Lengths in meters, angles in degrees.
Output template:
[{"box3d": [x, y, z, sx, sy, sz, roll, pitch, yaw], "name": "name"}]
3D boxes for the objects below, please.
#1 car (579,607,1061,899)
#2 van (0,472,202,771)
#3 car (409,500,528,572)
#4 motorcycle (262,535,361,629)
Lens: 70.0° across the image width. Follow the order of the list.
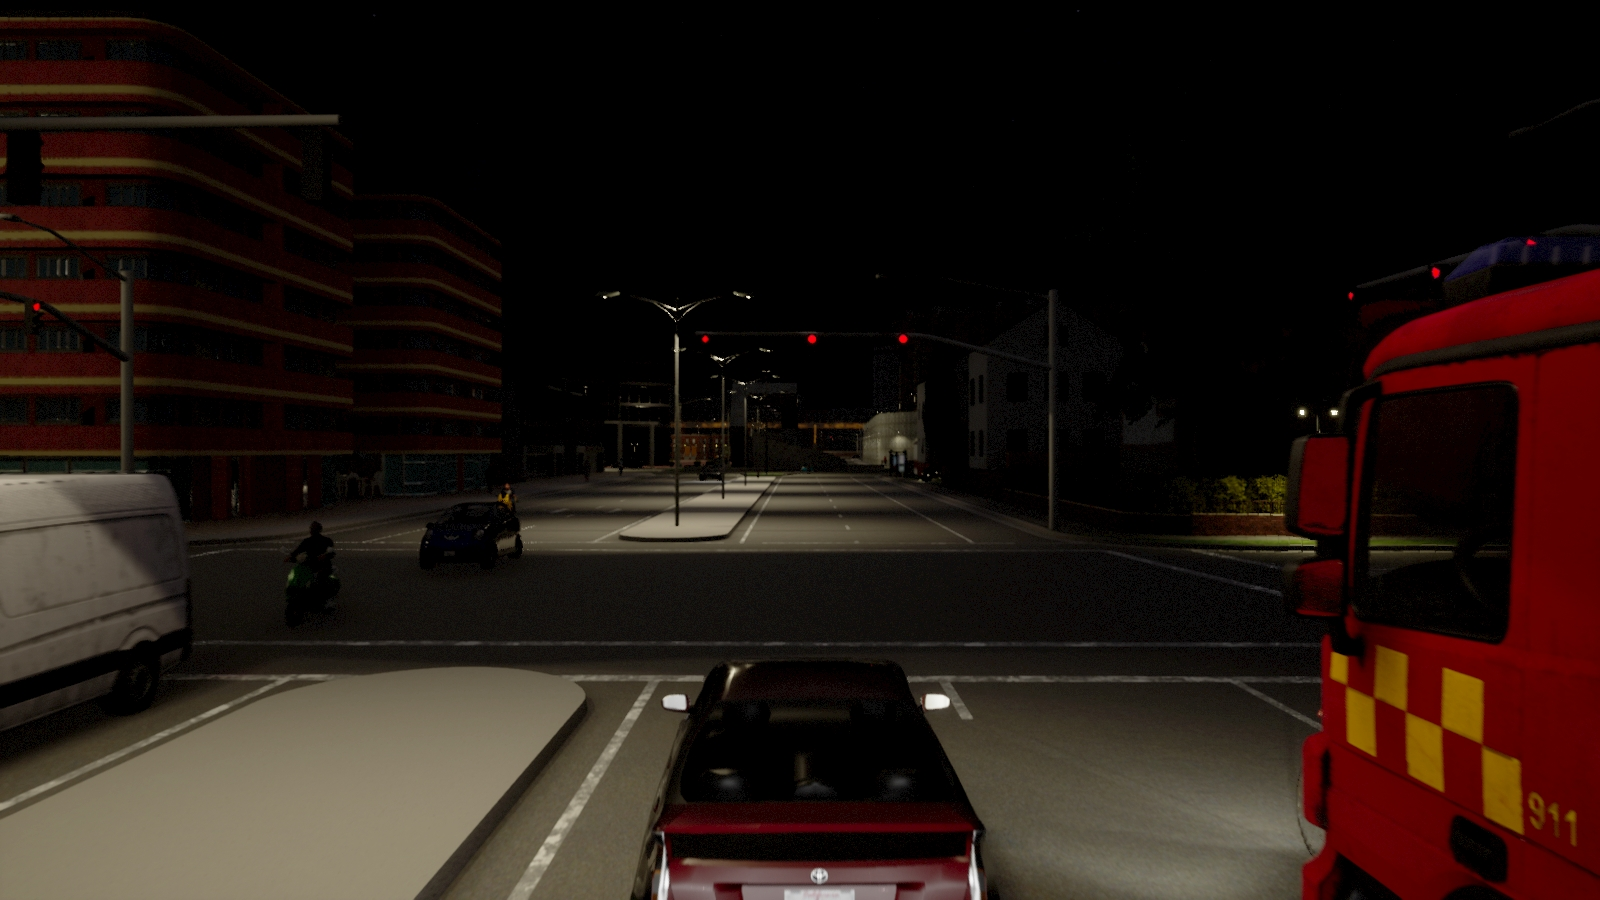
[{"box3d": [0.056, 2.041, 7.007, 2.007, 1.525, 4.514, 0, 0, -1], "name": "car"}, {"box3d": [-8.018, 1.537, 10.460, 1.988, 2.561, 5.915, 0, 0, 0], "name": "van"}, {"box3d": [-8.020, 2.043, 27.955, 1.845, 1.501, 3.633, 0, 0, 0], "name": "car"}, {"box3d": [-8.003, 2.133, 18.806, 0.856, 1.341, 1.805, 0, 0, 0], "name": "motorcycle"}]
